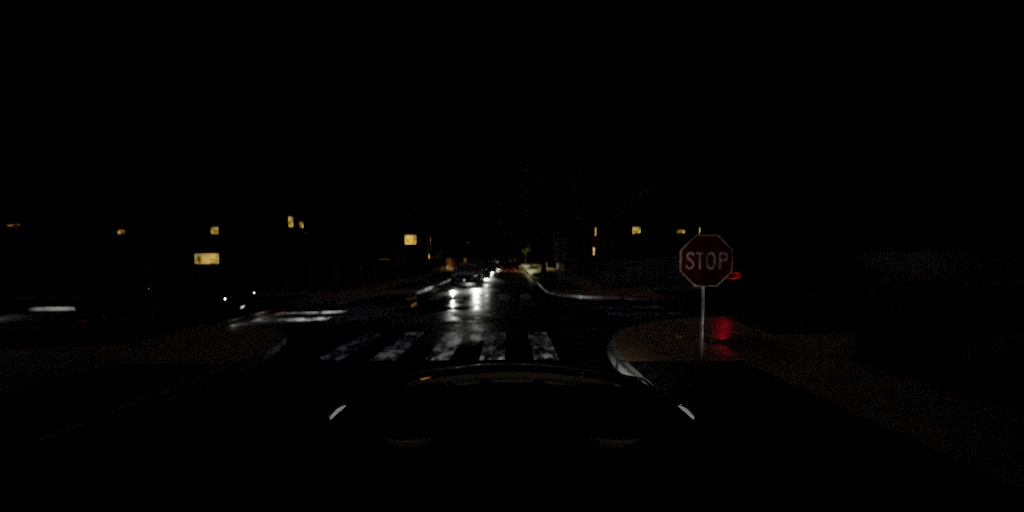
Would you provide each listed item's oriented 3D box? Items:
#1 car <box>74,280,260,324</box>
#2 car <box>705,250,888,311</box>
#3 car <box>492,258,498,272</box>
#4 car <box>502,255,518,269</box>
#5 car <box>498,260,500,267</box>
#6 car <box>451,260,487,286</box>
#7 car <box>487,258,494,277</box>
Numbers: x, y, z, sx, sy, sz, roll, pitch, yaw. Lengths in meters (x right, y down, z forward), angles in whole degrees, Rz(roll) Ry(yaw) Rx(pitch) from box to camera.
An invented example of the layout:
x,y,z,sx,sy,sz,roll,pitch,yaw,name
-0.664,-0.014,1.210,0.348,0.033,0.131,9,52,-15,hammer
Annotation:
x,y,z,sx,sy,sz,roll,pitch,yaw,name
-11.603,1.498,12.386,4.718,1.301,1.895,-1,2,-3,car
10.099,0.804,13.058,5.566,2.045,2.150,-1,2,3,car
-3.047,1.201,43.685,1.994,1.385,4.181,0,0,0,car
-0.254,0.850,53.373,2.150,2.045,5.566,0,0,0,car
-3.033,1.030,59.139,1.895,1.301,4.718,0,0,0,car
-2.961,1.203,24.457,1.812,1.442,4.674,0,0,0,car
-2.998,1.183,33.627,1.812,1.442,4.674,0,0,0,car
